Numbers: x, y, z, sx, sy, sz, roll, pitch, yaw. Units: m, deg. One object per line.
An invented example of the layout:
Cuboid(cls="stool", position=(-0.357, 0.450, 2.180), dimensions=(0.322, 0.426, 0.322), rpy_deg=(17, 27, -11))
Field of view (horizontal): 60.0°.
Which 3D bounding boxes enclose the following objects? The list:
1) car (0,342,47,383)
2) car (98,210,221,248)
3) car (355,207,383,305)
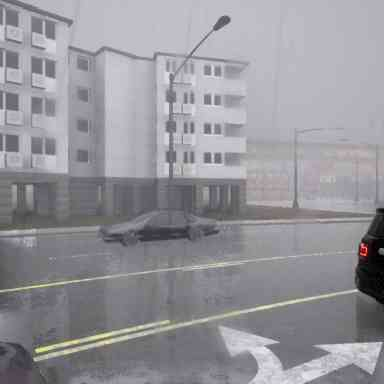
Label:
Cuboid(cls="car", position=(-3.318, 1.547, 1.238), dimensions=(5.357, 1.411, 2.033), rpy_deg=(0, 0, -37))
Cuboid(cls="car", position=(-1.377, 1.547, 14.916), dimensions=(5.357, 1.411, 2.033), rpy_deg=(0, 0, -26))
Cuboid(cls="car", position=(5.697, 1.221, 6.288), dimensions=(5.566, 2.045, 2.150), rpy_deg=(0, 0, -23))
